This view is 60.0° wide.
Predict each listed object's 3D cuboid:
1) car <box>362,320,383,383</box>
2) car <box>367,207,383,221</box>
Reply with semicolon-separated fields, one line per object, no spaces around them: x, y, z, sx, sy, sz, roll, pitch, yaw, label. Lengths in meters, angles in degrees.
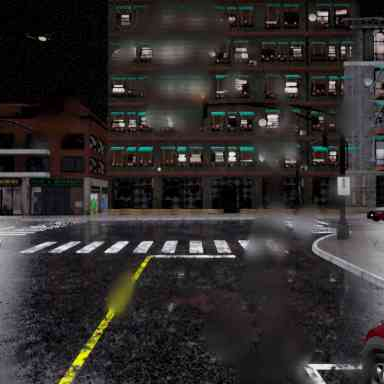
2.753;1.441;1.902;1.967;1.590;4.097;1;0;0;car
14.796;1.452;23.616;4.181;1.385;1.994;-1;-1;1;car
